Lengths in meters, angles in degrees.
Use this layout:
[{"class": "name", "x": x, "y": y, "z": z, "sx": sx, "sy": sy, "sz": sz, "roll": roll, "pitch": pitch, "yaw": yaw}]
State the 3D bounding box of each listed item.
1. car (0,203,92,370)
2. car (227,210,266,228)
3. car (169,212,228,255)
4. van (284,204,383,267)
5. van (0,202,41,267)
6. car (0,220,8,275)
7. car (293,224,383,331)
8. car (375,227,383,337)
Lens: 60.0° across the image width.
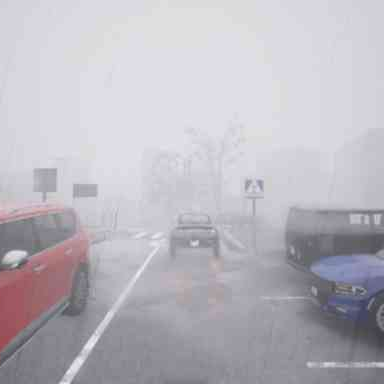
[{"class": "car", "x": -3.091, "y": 1.226, "z": 4.576, "sx": 2.150, "sy": 2.045, "sz": 5.566, "roll": 0, "pitch": 0, "yaw": 0}, {"class": "car", "x": 4.349, "y": 2.327, "z": 29.008, "sx": 4.902, "sy": 1.511, "sz": 2.128, "roll": 3, "pitch": -5, "yaw": -37}, {"class": "car", "x": 0.101, "y": 1.628, "z": 13.841, "sx": 2.128, "sy": 1.511, "sz": 4.902, "roll": 0, "pitch": -2, "yaw": 0}, {"class": "van", "x": 4.798, "y": 1.289, "z": 8.728, "sx": 4.442, "sy": 1.987, "sz": 1.878, "roll": 0, "pitch": -1, "yaw": 0}, {"class": "van", "x": -7.765, "y": 1.331, "z": 11.256, "sx": 4.442, "sy": 1.987, "sz": 1.878, "roll": 0, "pitch": -1, "yaw": 0}, {"class": "car", "x": -7.678, "y": 1.541, "z": 8.466, "sx": 4.792, "sy": 1.488, "sz": 2.163, "roll": 0, "pitch": -1, "yaw": 0}, {"class": "car", "x": 4.686, "y": 1.490, "z": 5.951, "sx": 5.008, "sy": 1.535, "sz": 2.097, "roll": 0, "pitch": -1, "yaw": 0}, {"class": "car", "x": 4.649, "y": 1.357, "z": 3.162, "sx": 4.553, "sy": 1.767, "sz": 2.185, "roll": 0, "pitch": 0, "yaw": 0}]
